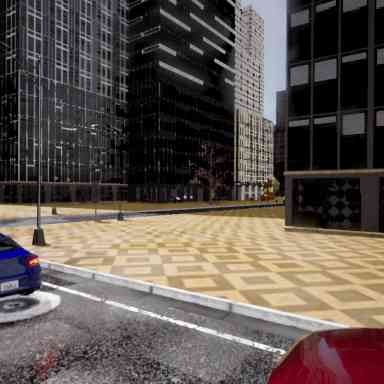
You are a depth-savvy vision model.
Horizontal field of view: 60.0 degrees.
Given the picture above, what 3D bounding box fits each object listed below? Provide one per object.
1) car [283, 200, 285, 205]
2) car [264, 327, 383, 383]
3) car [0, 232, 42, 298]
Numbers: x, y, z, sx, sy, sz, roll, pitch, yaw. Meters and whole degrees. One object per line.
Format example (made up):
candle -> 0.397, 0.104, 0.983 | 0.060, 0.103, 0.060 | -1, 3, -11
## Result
car -> 19.024, 1.796, 63.544 | 1.837, 1.490, 4.892 | 1, 0, 37
car -> 2.452, 1.564, 1.926 | 4.181, 1.385, 1.994 | 0, 0, 35
car -> -5.144, 1.523, 7.362 | 4.674, 1.442, 1.812 | 0, 0, 36
